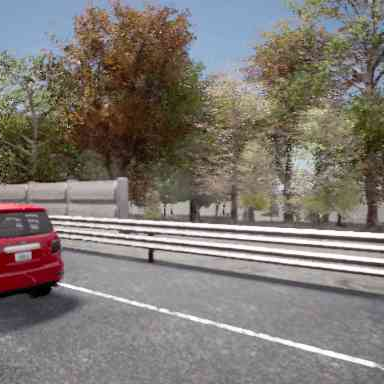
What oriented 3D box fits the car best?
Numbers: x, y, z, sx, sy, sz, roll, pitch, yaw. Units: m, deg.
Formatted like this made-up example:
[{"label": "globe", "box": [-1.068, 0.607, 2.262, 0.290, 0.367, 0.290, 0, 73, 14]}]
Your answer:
[{"label": "car", "box": [-5.236, 1.282, 7.587, 5.566, 2.045, 2.150, -1, 0, 36]}]
